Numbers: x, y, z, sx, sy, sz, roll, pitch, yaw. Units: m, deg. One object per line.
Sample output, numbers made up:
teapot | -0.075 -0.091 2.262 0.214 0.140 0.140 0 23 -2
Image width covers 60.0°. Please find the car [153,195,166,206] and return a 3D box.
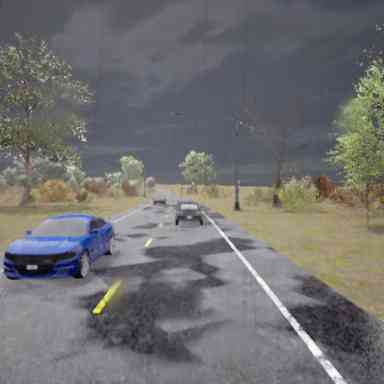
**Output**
car | -4.957 1.231 51.133 1.882 1.535 5.008 0 0 -3

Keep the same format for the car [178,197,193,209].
car | -0.872 1.399 42.575 1.895 1.301 4.718 0 0 -2

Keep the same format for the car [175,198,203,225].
car | -0.213 1.424 23.290 1.812 1.442 4.674 0 0 -1

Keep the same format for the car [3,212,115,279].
car | -3.676 1.437 10.088 1.882 1.535 5.008 0 0 -1
